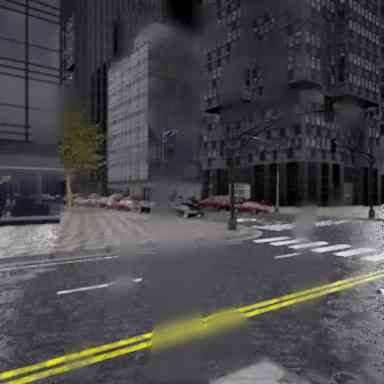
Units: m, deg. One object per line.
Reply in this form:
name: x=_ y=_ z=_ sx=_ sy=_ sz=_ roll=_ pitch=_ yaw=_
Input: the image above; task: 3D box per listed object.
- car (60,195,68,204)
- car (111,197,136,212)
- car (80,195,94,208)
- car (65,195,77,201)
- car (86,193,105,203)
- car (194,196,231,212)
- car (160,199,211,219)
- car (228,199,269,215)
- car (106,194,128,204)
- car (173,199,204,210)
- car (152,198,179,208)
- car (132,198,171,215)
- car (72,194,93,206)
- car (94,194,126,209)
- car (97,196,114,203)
car: x=-20.829 y=1.515 z=56.945 sx=1.947 sy=1.339 sz=4.313 roll=0 pitch=0 yaw=-37
car: x=-7.403 y=1.588 z=38.817 sx=1.802 sy=1.307 sz=4.206 roll=0 pitch=0 yaw=-37
car: x=-14.116 y=1.556 z=47.881 sx=1.802 sy=1.307 sz=4.206 roll=0 pitch=0 yaw=-37
car: x=-30.854 y=1.430 z=84.806 sx=1.752 sy=1.417 sz=4.829 roll=0 pitch=0 yaw=-37
car: x=-20.685 y=1.249 z=71.075 sx=2.192 sy=1.841 sz=5.009 roll=0 pitch=0 yaw=-37
car: x=2.806 y=1.345 z=39.357 sx=2.192 sy=1.841 sz=5.009 roll=0 pitch=0 yaw=-37
car: x=-0.690 y=1.610 z=29.753 sx=1.947 sy=1.339 sz=4.313 roll=0 pitch=0 yaw=-37
car: x=6.162 y=1.633 z=34.825 sx=1.802 sy=1.307 sz=4.206 roll=0 pitch=0 yaw=-37
car: x=-13.973 y=1.270 z=62.013 sx=2.192 sy=1.841 sz=5.009 roll=0 pitch=0 yaw=-37
car: x=-0.550 y=1.578 z=43.888 sx=1.947 sy=1.339 sz=4.313 roll=0 pitch=0 yaw=-37
car: x=-3.905 y=1.561 z=48.418 sx=1.947 sy=1.339 sz=4.313 roll=0 pitch=0 yaw=-37
car: x=-4.047 y=1.590 z=34.285 sx=1.947 sy=1.339 sz=4.313 roll=0 pitch=0 yaw=-37
car: x=-17.370 y=1.486 z=52.275 sx=1.752 sy=1.417 sz=4.829 roll=0 pitch=0 yaw=-37
car: x=-10.759 y=1.429 z=43.348 sx=1.967 sy=1.590 sz=4.097 roll=0 pitch=0 yaw=-37
car: x=-17.329 y=1.510 z=66.544 sx=1.947 sy=1.339 sz=4.313 roll=0 pitch=0 yaw=-37
